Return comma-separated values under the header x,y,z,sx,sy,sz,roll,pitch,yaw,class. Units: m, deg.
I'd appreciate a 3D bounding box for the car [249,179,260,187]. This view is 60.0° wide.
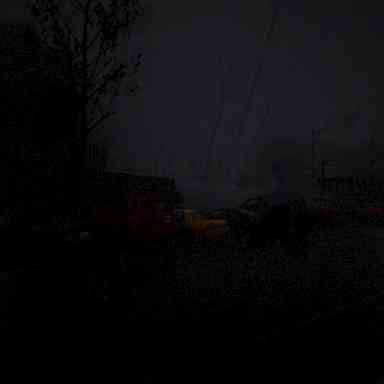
x,y,z,sx,sy,sz,roll,pitch,yaw,class
14.641,-1.813,70.559,1.946,1.575,5.366,7,3,35,car

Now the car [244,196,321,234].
x,y,z,sx,sy,sz,roll,pitch,yaw,class
4.227,1.262,19.524,5.566,2.045,2.435,-1,-1,35,car

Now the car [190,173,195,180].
x,y,z,sx,sy,sz,roll,pitch,yaw,class
2.325,-3.851,87.584,2.185,1.767,4.553,6,3,34,car

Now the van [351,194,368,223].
x,y,z,sx,sy,sz,roll,pitch,yaw,class
9.281,1.296,22.896,4.442,1.987,1.878,-1,-1,35,van

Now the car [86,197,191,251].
x,y,z,sx,sy,sz,roll,pitch,yaw,class
-3.129,1.247,14.315,5.566,2.045,2.435,-1,-1,35,car

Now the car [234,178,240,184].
x,y,z,sx,sy,sz,roll,pitch,yaw,class
11.069,-2.318,75.343,2.002,1.452,4.674,7,3,35,car

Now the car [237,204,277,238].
x,y,z,sx,sy,sz,roll,pitch,yaw,class
1.799,1.548,17.767,4.674,1.452,2.002,-1,-1,35,car

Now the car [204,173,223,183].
x,y,z,sx,sy,sz,roll,pitch,yaw,class
5.968,-3.177,82.856,1.946,1.575,5.366,7,3,34,car

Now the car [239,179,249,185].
x,y,z,sx,sy,sz,roll,pitch,yaw,class
12.811,-2.045,72.880,2.002,1.452,4.674,7,4,35,car

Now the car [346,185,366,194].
x,y,z,sx,sy,sz,roll,pitch,yaw,class
26.596,0.135,53.130,2.002,1.452,4.674,7,3,35,car

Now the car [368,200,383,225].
x,y,z,sx,sy,sz,roll,pitch,yaw,class
11.691,1.402,24.645,4.553,1.767,2.185,-1,-1,35,car

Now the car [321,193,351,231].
x,y,z,sx,sy,sz,roll,pitch,yaw,class
6.741,1.266,21.227,5.566,2.045,2.435,-1,-1,35,car

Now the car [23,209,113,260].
x,y,z,sx,sy,sz,roll,pitch,yaw,class
-5.575,1.523,12.571,4.792,1.488,2.163,-1,-1,35,car

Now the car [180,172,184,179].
x,y,z,sx,sy,sz,roll,pitch,yaw,class
-1.174,-4.363,92.403,2.435,2.045,5.566,1,-1,34,car

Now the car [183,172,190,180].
x,y,z,sx,sy,sz,roll,pitch,yaw,class
0.597,-4.086,90.055,2.185,1.767,4.553,4,1,33,car

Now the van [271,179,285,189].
x,y,z,sx,sy,sz,roll,pitch,yaw,class
17.941,-1.492,65.355,1.878,1.987,4.442,7,4,35,van

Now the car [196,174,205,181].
x,y,z,sx,sy,sz,roll,pitch,yaw,class
4.118,-3.700,85.117,2.435,2.045,5.566,7,3,34,car

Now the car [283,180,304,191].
x,y,z,sx,sy,sz,roll,pitch,yaw,class
19.700,-0.994,62.991,2.231,1.521,4.892,7,3,35,car

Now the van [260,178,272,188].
x,y,z,sx,sy,sz,roll,pitch,yaw,class
16.214,-1.765,67.827,1.878,1.987,4.442,7,4,35,van

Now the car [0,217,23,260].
x,y,z,sx,sy,sz,roll,pitch,yaw,class
-7.996,1.493,10.826,4.892,1.521,2.231,-1,-1,35,car

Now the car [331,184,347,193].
x,y,z,sx,sy,sz,roll,pitch,yaw,class
24.906,-0.427,55.603,2.435,2.045,5.566,7,3,35,car

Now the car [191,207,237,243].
x,y,z,sx,sy,sz,roll,pitch,yaw,class
-0.809,1.502,16.141,5.366,1.575,1.946,-1,-1,35,car
